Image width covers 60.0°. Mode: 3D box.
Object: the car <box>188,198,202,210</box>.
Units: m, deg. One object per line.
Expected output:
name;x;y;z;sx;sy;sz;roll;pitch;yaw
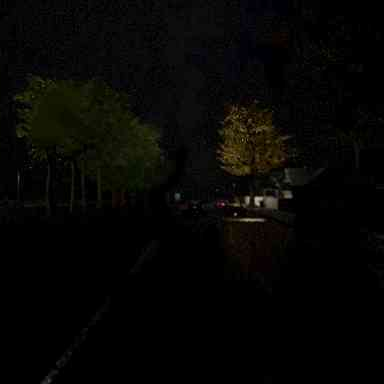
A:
car;0.425;1.541;44.891;1.812;1.442;4.674;0;0;1

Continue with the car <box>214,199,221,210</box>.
car;3.892;1.563;43.649;2.033;1.411;5.357;0;0;1

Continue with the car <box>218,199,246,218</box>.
car;3.754;1.613;30.752;1.895;1.301;4.718;0;0;1

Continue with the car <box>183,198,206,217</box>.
car;0.262;1.362;31.123;2.097;1.767;4.553;0;0;1
